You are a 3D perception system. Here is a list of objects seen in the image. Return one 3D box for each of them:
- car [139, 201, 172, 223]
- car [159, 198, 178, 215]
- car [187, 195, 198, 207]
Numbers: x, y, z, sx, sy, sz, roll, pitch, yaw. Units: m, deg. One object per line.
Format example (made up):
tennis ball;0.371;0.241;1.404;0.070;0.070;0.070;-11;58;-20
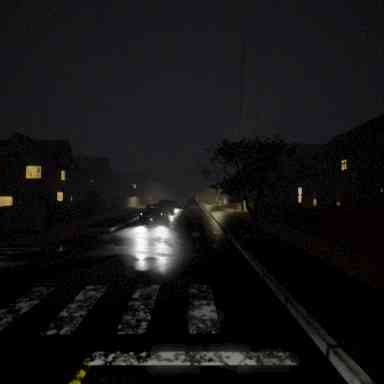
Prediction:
car;-2.857;1.639;25.623;1.895;1.301;4.718;0;0;0
car;-2.860;1.544;35.697;1.882;1.535;5.008;0;0;0
car;0.081;1.660;55.694;1.837;1.490;4.892;0;0;0
